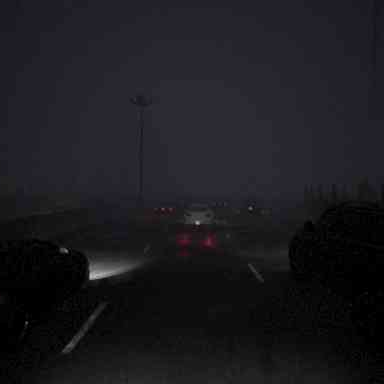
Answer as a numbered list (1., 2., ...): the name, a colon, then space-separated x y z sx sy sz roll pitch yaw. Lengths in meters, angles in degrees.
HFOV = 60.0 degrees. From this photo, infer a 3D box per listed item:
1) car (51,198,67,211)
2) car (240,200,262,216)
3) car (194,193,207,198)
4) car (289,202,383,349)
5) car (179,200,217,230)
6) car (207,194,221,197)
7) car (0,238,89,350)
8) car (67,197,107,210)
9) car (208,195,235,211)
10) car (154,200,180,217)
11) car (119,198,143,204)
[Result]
1. car: -14.405 1.363 38.970 1.882 1.535 5.008 0 0 14
2. car: 5.594 1.428 31.442 1.994 1.385 4.181 0 0 12
3. car: 2.287 1.037 75.489 1.882 1.535 5.008 0 0 34
4. car: 3.599 1.200 6.361 2.150 2.045 5.566 0 0 0
5. car: 0.483 1.448 20.613 1.812 1.442 4.674 0 0 4
6. car: 5.907 1.215 74.529 1.994 1.385 4.181 0 0 34
7. car: -3.401 1.542 6.173 1.994 1.385 4.181 0 0 0
8. car: -11.261 1.376 37.042 2.128 1.511 4.902 0 0 14
9. car: 3.723 1.385 38.652 2.033 1.411 5.357 0 0 16
10. car: -1.922 1.435 29.789 2.033 1.411 5.357 0 0 10
11. car: -7.065 1.431 39.366 1.994 1.385 4.181 0 0 15
